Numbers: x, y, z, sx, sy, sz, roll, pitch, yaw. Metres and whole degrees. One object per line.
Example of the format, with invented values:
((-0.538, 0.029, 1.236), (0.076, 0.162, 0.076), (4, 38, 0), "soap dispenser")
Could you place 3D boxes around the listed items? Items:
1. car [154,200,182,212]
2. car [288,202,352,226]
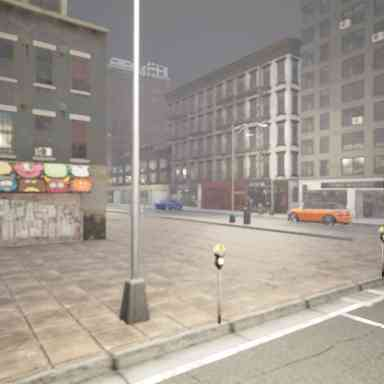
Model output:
((-3.188, 1.739, 43.131), (1.882, 1.535, 5.008), (0, 0, -36), "car")
((9.543, 1.552, 25.308), (2.097, 1.767, 4.553), (0, 0, -36), "car")
